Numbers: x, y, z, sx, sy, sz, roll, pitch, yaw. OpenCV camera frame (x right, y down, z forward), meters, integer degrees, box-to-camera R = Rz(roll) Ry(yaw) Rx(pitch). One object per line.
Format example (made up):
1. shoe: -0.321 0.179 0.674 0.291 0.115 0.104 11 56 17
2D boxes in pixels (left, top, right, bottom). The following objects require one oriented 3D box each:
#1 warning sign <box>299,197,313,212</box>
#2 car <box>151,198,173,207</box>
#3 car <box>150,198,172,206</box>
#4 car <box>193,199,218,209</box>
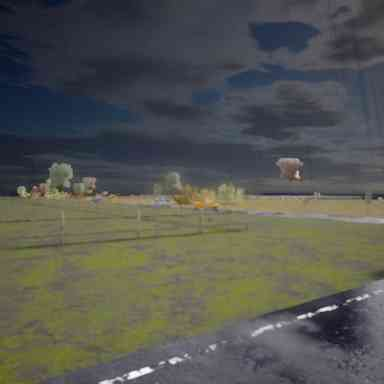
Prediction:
1. warning sign: 13.878 1.502 40.640 1.300 1.860 1.060 1 0 -35
2. car: -5.361 2.025 59.014 1.895 1.301 4.718 1 -1 -35
3. car: -6.115 1.946 64.885 1.882 1.535 5.008 1 -1 -35
4. car: 2.160 1.896 53.093 1.882 1.535 5.008 1 0 -35
